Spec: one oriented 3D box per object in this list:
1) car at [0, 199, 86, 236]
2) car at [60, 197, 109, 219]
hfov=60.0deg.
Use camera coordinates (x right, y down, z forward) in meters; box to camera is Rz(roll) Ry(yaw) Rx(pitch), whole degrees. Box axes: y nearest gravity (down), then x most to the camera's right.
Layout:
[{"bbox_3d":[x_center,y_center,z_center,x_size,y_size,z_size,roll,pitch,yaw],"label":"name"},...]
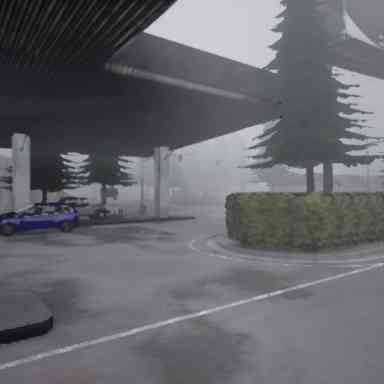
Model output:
[{"bbox_3d":[-8.795,1.470,18.757,4.611,1.667,2.242,0,0,-36],"label":"car"},{"bbox_3d":[-8.595,1.292,25.886,3.866,1.878,1.905,0,0,-36],"label":"car"}]
